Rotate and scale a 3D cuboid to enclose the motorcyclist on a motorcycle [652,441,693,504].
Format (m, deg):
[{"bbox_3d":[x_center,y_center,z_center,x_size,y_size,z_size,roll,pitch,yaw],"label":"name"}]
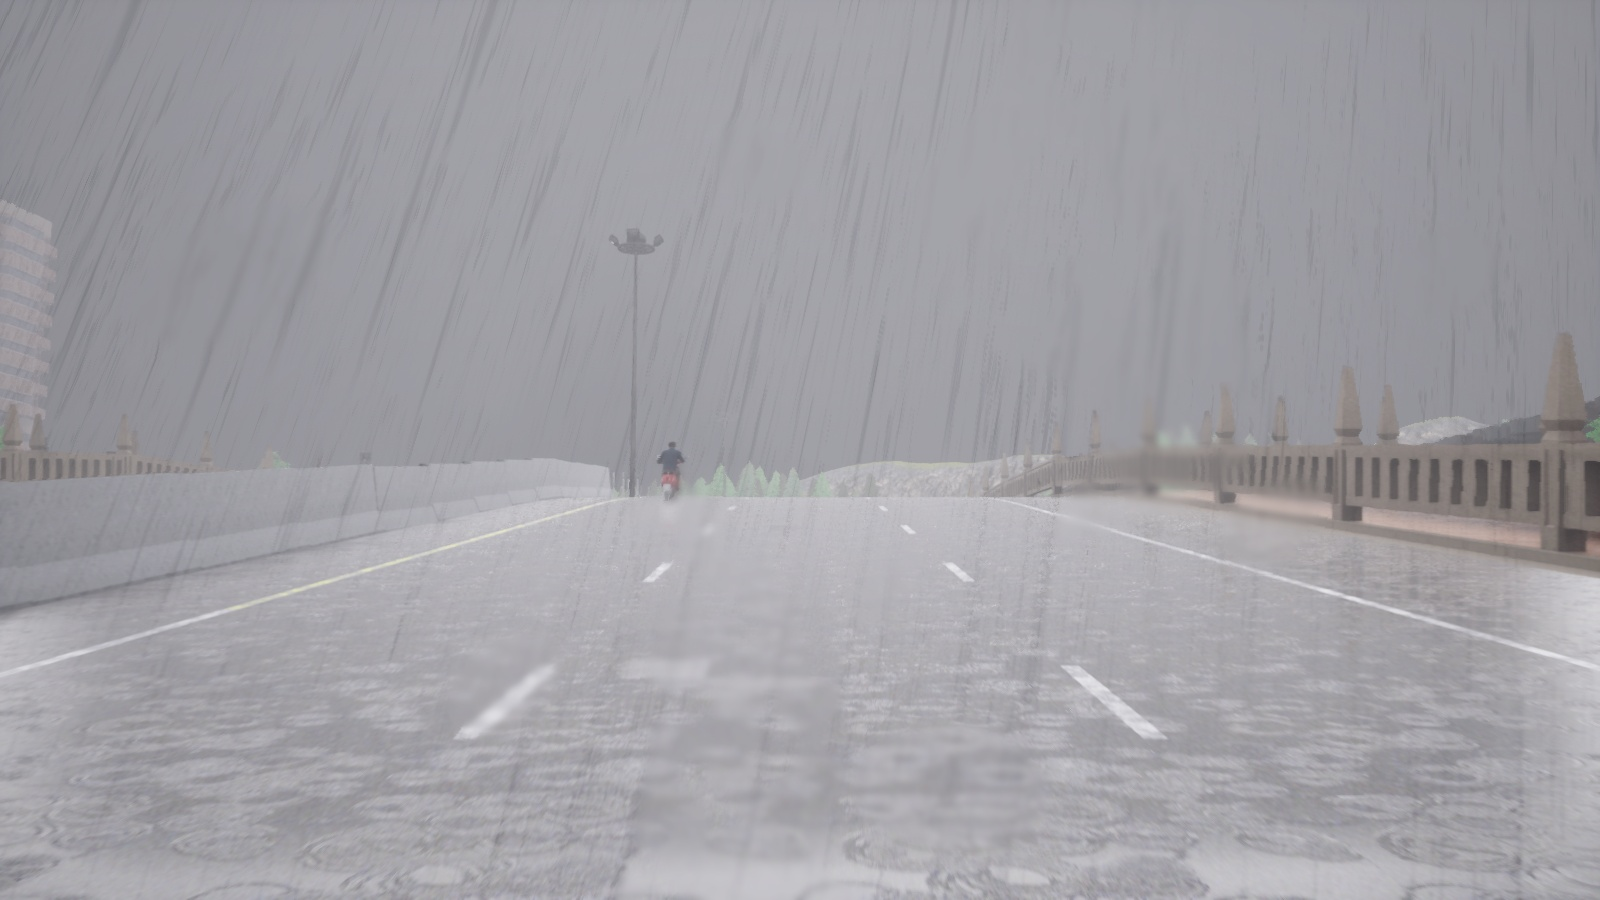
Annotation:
[{"bbox_3d":[-3.295,0.567,32.685,0.866,1.590,1.817,0,0,0],"label":"motorcyclist on a motorcycle"}]
